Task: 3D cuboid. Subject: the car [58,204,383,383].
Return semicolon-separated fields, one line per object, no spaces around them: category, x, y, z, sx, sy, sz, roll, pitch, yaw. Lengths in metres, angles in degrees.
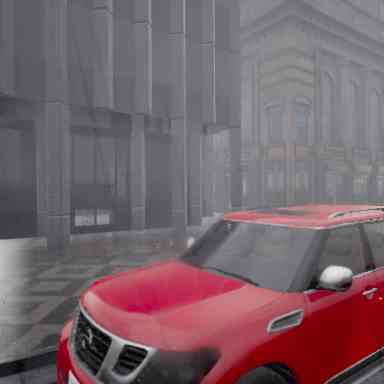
car;1.301;1.221;4.305;5.566;2.045;2.150;0;0;-35
